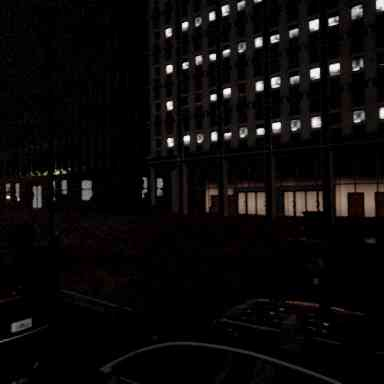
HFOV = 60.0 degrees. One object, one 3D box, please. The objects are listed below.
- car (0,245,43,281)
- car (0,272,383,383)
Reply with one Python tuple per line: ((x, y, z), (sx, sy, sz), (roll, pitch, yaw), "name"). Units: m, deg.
((-4.080, 1.585, 5.786), (4.403, 1.369, 2.008), (0, -1, 35), "car")
((0.458, 1.556, 2.560), (4.403, 1.369, 2.008), (0, -1, 35), "car")
